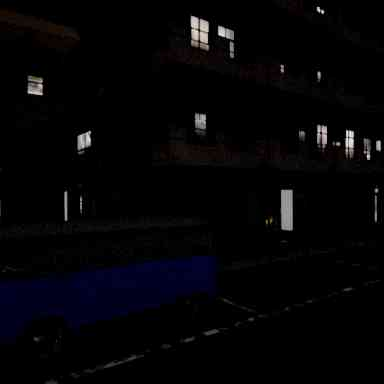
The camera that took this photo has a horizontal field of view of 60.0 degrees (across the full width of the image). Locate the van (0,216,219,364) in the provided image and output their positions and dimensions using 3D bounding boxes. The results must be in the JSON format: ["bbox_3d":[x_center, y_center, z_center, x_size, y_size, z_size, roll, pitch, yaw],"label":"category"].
[{"bbox_3d":[-1.424,1.341,5.554,3.998,1.788,1.690,0,0,-36],"label":"van"}]
